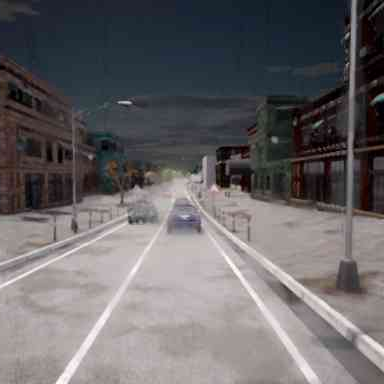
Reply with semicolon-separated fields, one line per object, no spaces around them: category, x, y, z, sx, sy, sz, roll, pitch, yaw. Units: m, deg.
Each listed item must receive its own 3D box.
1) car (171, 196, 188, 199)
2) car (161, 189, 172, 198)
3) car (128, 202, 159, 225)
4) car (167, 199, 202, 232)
car;-1.098;1.434;39.556;2.097;1.767;4.553;0;1;-2
car;-5.175;0.286;68.144;2.097;1.767;4.553;0;3;-2
car;-3.882;1.609;26.935;2.097;1.767;4.553;0;0;-2
car;-0.519;1.585;21.880;2.097;1.767;4.553;0;0;-2
